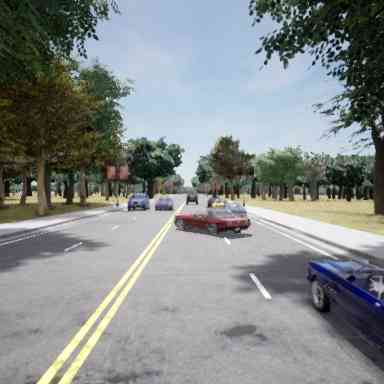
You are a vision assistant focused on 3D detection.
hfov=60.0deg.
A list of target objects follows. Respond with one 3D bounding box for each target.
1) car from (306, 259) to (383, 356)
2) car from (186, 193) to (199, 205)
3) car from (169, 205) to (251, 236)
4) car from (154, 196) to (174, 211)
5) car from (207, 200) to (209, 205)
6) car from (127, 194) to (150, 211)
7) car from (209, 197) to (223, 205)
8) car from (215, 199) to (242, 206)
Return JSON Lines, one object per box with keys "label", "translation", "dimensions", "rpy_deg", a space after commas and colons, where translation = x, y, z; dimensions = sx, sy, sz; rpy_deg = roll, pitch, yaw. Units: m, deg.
{"label": "car", "translation": [3.250, 1.600, 4.726], "dimensions": [1.895, 1.301, 4.718], "rpy_deg": [0, 0, 0]}
{"label": "car", "translation": [0.042, 1.276, 62.369], "dimensions": [2.150, 2.045, 5.566], "rpy_deg": [0, 0, 0]}
{"label": "car", "translation": [0.954, 1.609, 18.737], "dimensions": [1.895, 1.301, 4.718], "rpy_deg": [0, 0, -38]}
{"label": "car", "translation": [-3.344, 1.374, 40.558], "dimensions": [2.097, 1.767, 4.553], "rpy_deg": [0, 0, 0]}
{"label": "car", "translation": [3.252, 1.464, 48.697], "dimensions": [2.033, 1.649, 4.856], "rpy_deg": [0, 0, 0]}
{"label": "car", "translation": [-6.596, 1.244, 41.450], "dimensions": [2.150, 2.045, 5.566], "rpy_deg": [0, 0, 0]}
{"label": "car", "translation": [3.251, 1.477, 37.887], "dimensions": [1.801, 1.575, 5.366], "rpy_deg": [0, 0, 0]}
{"label": "car", "translation": [3.252, 1.560, 26.696], "dimensions": [2.033, 1.411, 5.357], "rpy_deg": [0, 0, 0]}
